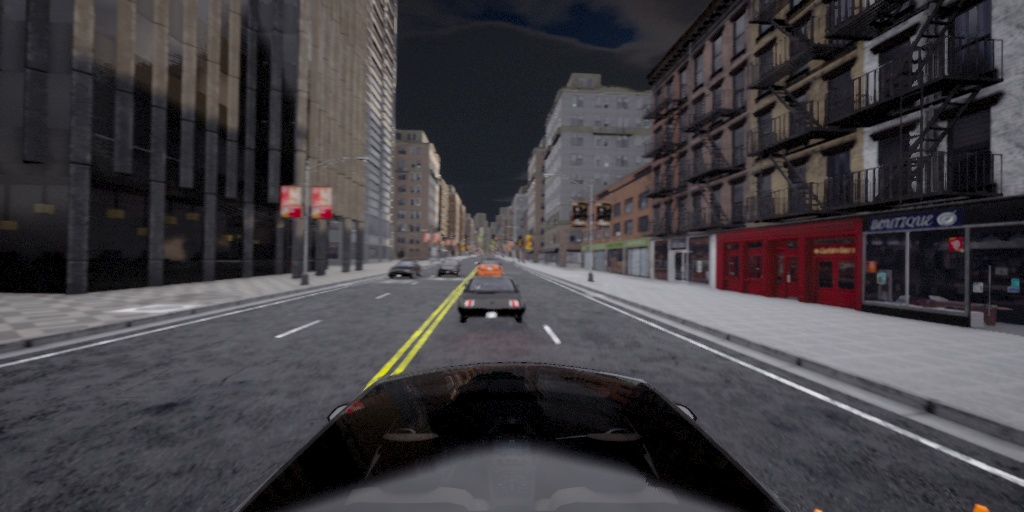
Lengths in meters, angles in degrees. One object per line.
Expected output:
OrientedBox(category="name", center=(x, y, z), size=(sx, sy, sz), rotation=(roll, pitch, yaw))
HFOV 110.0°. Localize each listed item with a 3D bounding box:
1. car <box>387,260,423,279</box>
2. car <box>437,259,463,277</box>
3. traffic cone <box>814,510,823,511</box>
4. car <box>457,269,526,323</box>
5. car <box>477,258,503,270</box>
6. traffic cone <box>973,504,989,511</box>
OrientedBox(category="car", center=(-8.530, 1.066, 29.138), size=(2.033, 1.411, 5.357), rotation=(1, 0, -4))
OrientedBox(category="car", center=(-5.451, 1.064, 31.867), size=(1.837, 1.490, 4.892), rotation=(1, 0, -4))
OrientedBox(category="traffic cone", center=(1.723, 1.733, 2.018), size=(0.340, 0.580, 0.340), rotation=(0, 0, -4))
OrientedBox(category="car", center=(-0.693, 1.308, 11.966), size=(1.895, 1.301, 4.718), rotation=(1, 0, -4))
OrientedBox(category="car", center=(-1.886, 0.977, 30.190), size=(2.097, 1.767, 4.553), rotation=(1, 0, -4))
OrientedBox(category="traffic cone", center=(2.721, 1.749, 2.083), size=(0.340, 0.580, 0.340), rotation=(0, 0, -4))
